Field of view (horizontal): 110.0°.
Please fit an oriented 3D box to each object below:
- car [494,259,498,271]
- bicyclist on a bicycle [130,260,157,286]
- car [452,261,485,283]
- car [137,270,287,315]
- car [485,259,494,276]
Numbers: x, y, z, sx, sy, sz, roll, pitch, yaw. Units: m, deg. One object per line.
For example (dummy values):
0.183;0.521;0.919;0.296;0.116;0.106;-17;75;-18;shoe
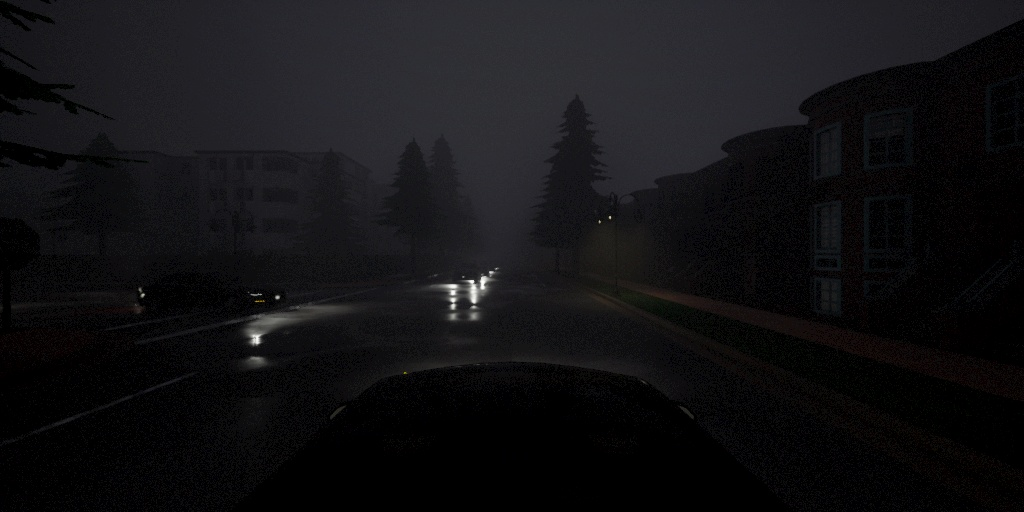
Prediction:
-3.329;1.301;47.455;1.994;1.385;4.181;0;0;1;car
-23.152;1.067;22.568;0.582;1.620;1.656;0;0;1;bicyclist on a bicycle
-3.448;1.247;27.926;1.837;1.490;4.892;0;0;0;car
-10.963;1.273;13.243;4.892;1.490;1.837;0;0;4;car
-3.396;1.231;37.434;2.128;1.511;4.902;0;0;0;car
